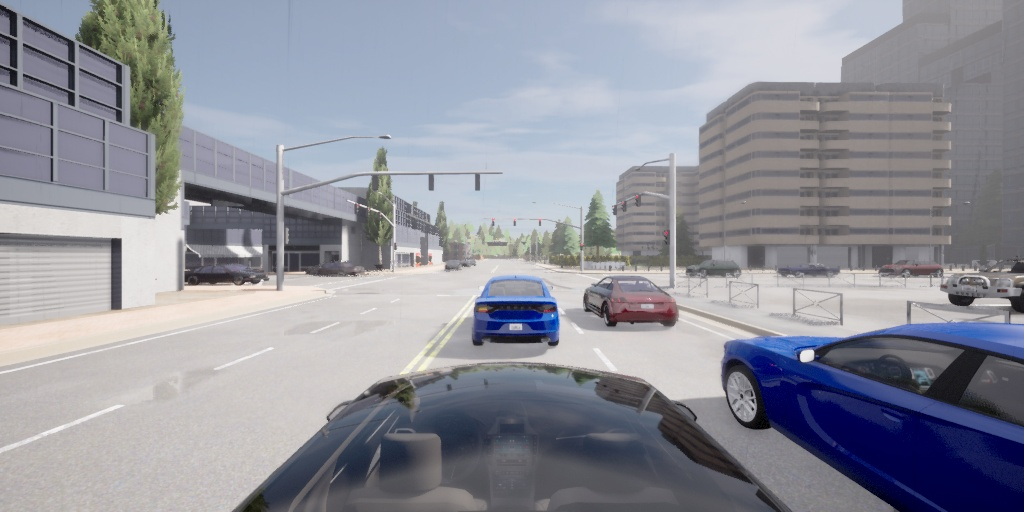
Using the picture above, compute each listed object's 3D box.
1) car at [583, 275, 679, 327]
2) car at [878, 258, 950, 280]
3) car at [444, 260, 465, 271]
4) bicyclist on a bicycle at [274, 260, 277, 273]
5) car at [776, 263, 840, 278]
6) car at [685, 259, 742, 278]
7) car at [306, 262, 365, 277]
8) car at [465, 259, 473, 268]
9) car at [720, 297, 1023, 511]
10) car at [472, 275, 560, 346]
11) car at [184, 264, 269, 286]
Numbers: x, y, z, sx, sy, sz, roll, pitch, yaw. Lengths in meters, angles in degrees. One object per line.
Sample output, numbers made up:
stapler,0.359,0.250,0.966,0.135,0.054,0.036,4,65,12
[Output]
car,3.603,1.314,11.578,1.994,1.385,4.181,0,0,0
car,37.472,1.102,33.781,4.553,1.767,2.097,0,0,-1
car,-7.832,1.255,47.816,1.837,1.490,4.892,0,0,-1
bicyclist on a bicycle,-25.837,1.053,39.663,0.582,1.620,1.656,0,0,-1
car,27.676,1.351,33.595,4.718,1.301,1.895,0,0,-1
car,18.689,1.102,33.411,4.553,1.767,2.097,0,0,-1
car,-17.116,1.297,34.884,5.357,1.411,2.033,0,0,9
car,-8.020,1.351,59.485,1.895,1.301,4.718,0,0,-1
car,3.603,1.228,2.594,1.882,1.535,5.008,0,0,0
car,0.095,1.228,9.446,1.882,1.535,5.008,0,0,0
car,-19.937,1.297,24.758,5.357,1.411,2.033,0,0,-1
